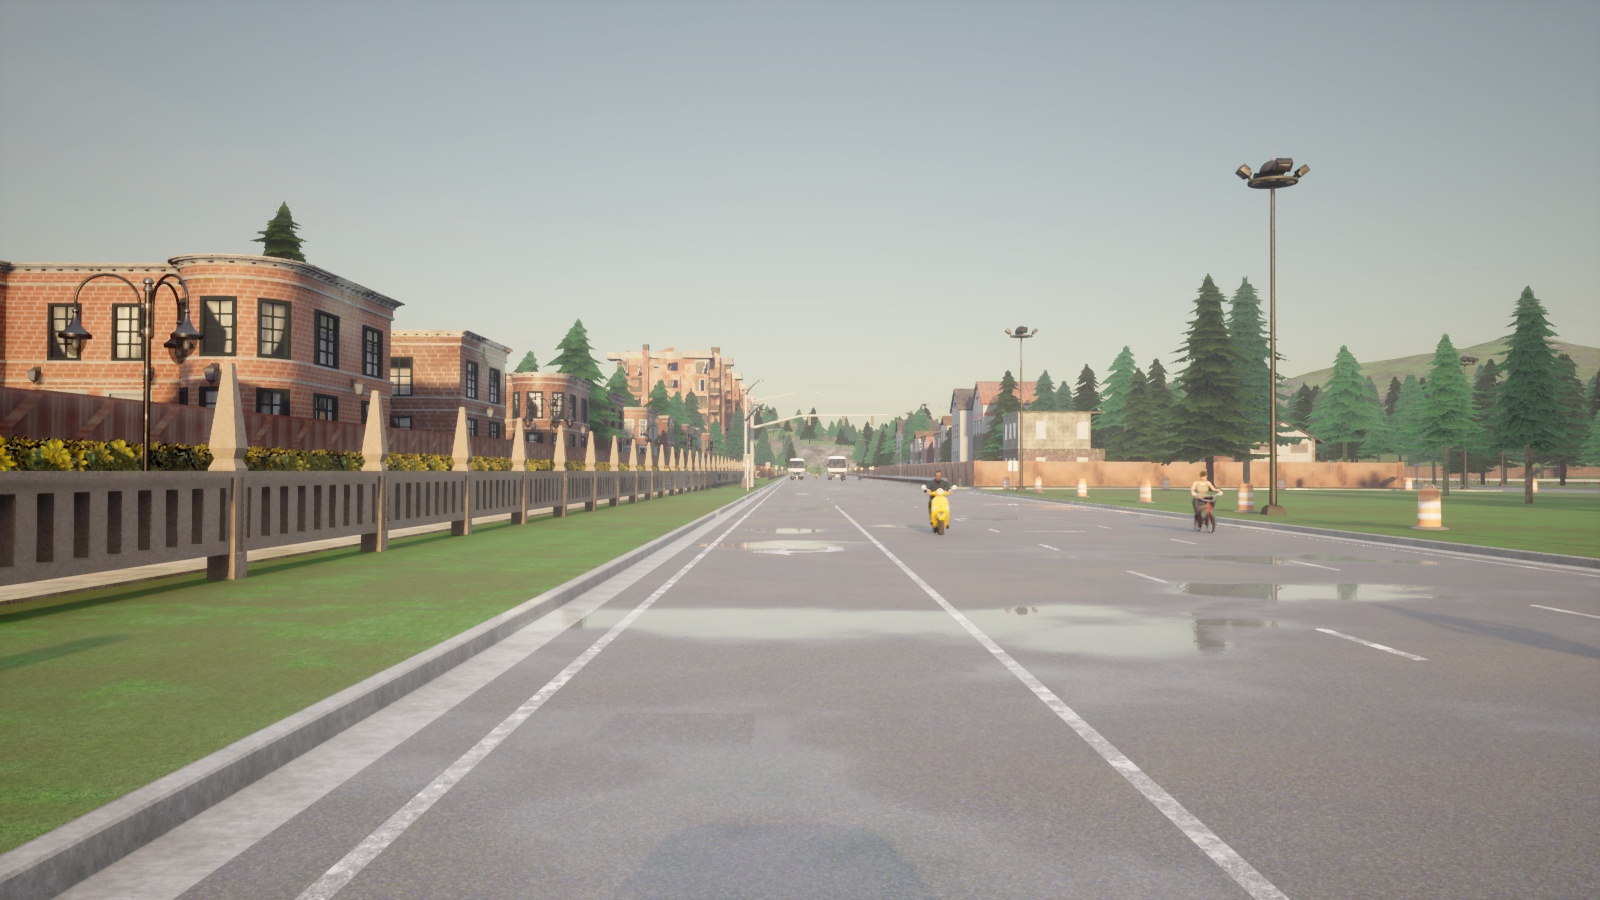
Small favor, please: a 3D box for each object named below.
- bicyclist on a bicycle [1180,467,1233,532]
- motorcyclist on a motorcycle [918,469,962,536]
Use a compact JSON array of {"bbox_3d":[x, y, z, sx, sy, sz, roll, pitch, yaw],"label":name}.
[{"bbox_3d":[10.421,1.249,32.236,0.866,1.612,1.509,0,-1,0],"label":"bicyclist on a bicycle"},{"bbox_3d":[3.429,1.273,30.974,0.866,1.590,1.817,0,-1,0],"label":"motorcyclist on a motorcycle"}]
